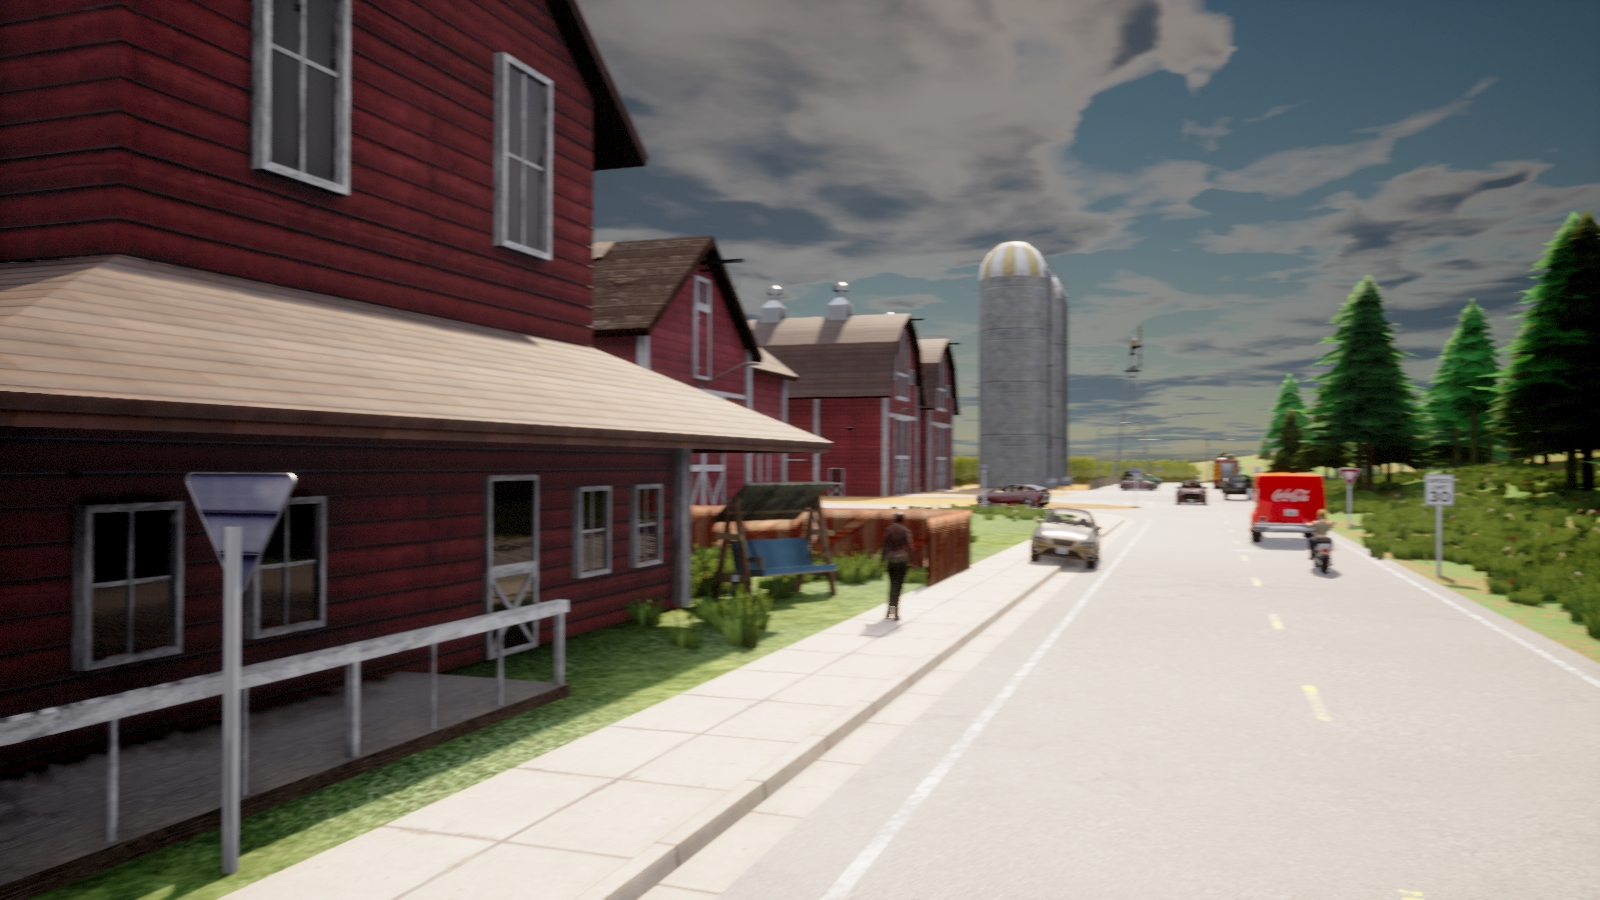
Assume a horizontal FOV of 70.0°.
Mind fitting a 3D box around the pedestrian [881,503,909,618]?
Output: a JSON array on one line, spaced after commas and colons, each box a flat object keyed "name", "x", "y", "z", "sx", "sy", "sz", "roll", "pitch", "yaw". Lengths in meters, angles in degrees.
[{"name": "pedestrian", "x": 1.570, "y": 1.809, "z": 18.845, "sx": 0.375, "sy": 1.860, "sz": 0.375, "roll": 0, "pitch": -1, "yaw": 21}]

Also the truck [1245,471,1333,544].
[{"name": "truck", "x": 17.937, "y": 2.015, "z": 42.183, "sx": 2.627, "sy": 2.467, "sz": 5.204, "roll": 0, "pitch": -1, "yaw": 19}]

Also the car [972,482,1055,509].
[{"name": "car", "x": 12.868, "y": 2.708, "z": 68.967, "sx": 4.514, "sy": 1.525, "sz": 2.007, "roll": -1, "pitch": -1, "yaw": 36}]
